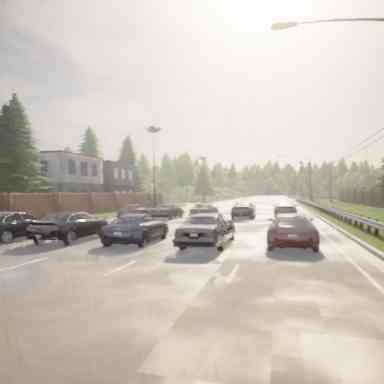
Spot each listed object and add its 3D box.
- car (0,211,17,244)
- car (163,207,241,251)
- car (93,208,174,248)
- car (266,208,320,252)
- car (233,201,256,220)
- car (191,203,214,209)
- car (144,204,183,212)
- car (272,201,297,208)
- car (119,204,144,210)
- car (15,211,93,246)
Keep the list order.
[{"bbox_3d":[-9.371,1.785,17.552,1.837,1.490,4.892,-1,0,15],"label":"car"},{"bbox_3d":[0.703,1.621,14.588,2.033,1.411,5.357,-1,0,15],"label":"car"},{"bbox_3d":[-2.587,1.706,15.819,1.994,1.385,4.181,-1,0,15],"label":"car"},{"bbox_3d":[4.183,1.571,14.047,1.994,1.385,4.181,-1,0,15],"label":"car"},{"bbox_3d":[4.580,1.583,29.391,2.128,1.511,4.902,-1,0,15],"label":"car"},{"bbox_3d":[1.116,1.705,29.985,2.033,1.411,5.357,-1,0,15],"label":"car"},{"bbox_3d":[-2.269,1.772,30.871,2.033,1.411,5.357,-1,0,15],"label":"car"},{"bbox_3d":[7.965,1.515,28.505,2.128,1.511,4.902,-1,0,15],"label":"car"},{"bbox_3d":[-5.573,1.857,32.054,1.994,1.385,4.181,-1,0,15],"label":"car"},{"bbox_3d":[-5.988,1.702,16.656,2.128,1.511,4.902,-1,0,15],"label":"car"}]
